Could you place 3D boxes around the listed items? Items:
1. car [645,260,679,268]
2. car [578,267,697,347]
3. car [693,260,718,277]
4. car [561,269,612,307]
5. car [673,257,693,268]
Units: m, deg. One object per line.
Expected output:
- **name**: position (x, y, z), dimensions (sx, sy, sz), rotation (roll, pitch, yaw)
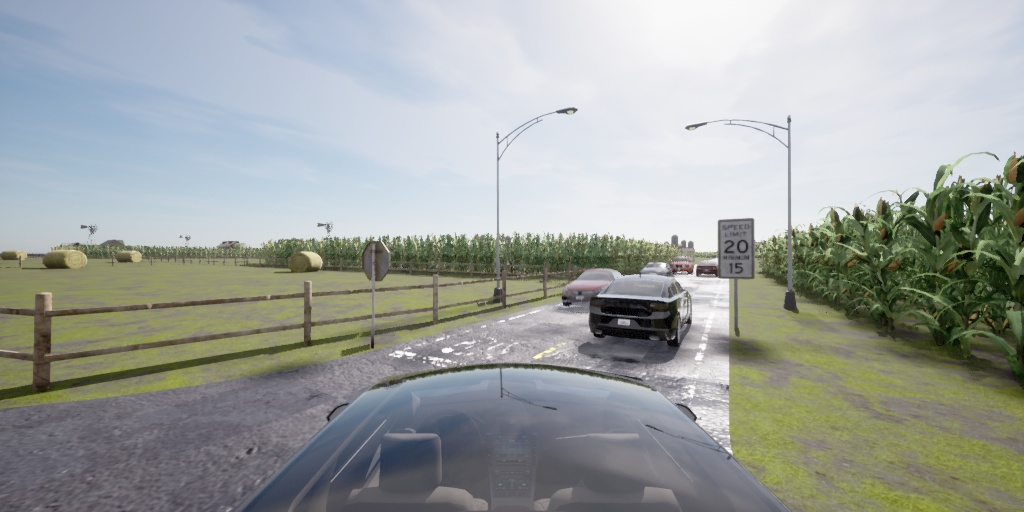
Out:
- **car**: position (11.041, 1.260, 27.346), dimensions (2.128, 1.511, 4.902), rotation (0, 0, 31)
- **car**: position (3.618, 1.231, 9.601), dimensions (1.882, 1.535, 5.008), rotation (0, 0, 31)
- **car**: position (19.753, 1.229, 36.133), dimensions (1.882, 1.535, 5.008), rotation (0, 0, 32)
- **car**: position (3.706, 1.292, 15.247), dimensions (1.812, 1.442, 4.674), rotation (0, 0, 31)
- **car**: position (19.485, 1.087, 41.112), dimensions (2.150, 2.045, 5.566), rotation (0, 0, 31)
